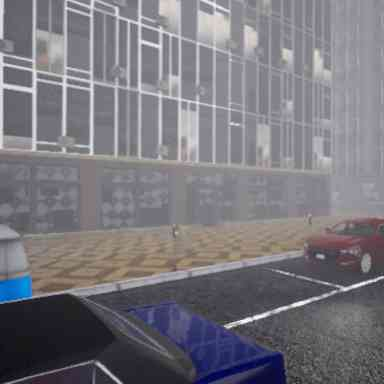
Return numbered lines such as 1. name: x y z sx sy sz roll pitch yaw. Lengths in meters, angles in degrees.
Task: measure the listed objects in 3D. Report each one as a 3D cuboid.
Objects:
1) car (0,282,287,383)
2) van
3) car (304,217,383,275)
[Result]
1. car: -1.589 1.600 2.244 4.718 1.301 1.895 0 0 -35
2. van: -3.998 1.342 3.851 3.998 1.788 1.690 0 1 -35
3. car: 5.338 1.502 10.356 4.507 1.381 1.887 0 1 -35
